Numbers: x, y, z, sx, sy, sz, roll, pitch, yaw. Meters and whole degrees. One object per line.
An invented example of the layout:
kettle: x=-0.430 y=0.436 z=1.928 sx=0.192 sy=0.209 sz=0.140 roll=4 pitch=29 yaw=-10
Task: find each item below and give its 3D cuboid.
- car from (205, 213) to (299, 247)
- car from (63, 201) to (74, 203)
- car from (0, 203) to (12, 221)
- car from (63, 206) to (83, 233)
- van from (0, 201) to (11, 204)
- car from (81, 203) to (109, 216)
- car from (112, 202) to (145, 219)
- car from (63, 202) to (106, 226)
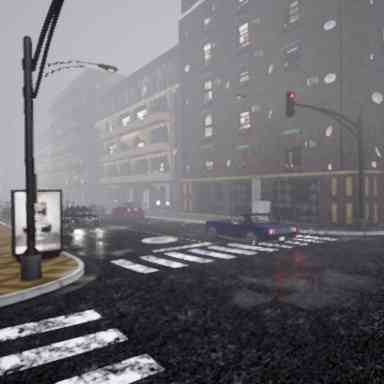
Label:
car: x=2.519 y=1.642 z=15.446 sx=1.895 sy=1.301 sz=4.718 roll=-1 pitch=0 yaw=-31
car: x=-18.142 y=2.015 z=48.428 sx=1.967 sy=1.590 sz=4.097 roll=-2 pitch=0 yaw=-36
car: x=-18.049 y=2.078 z=33.865 sx=1.887 sy=1.381 sz=4.507 roll=-2 pitch=0 yaw=-36
car: x=-8.703 y=1.850 z=20.880 sx=2.008 sy=1.369 sz=4.403 roll=-2 pitch=0 yaw=-36
van: x=-22.971 y=1.998 z=40.750 sx=1.690 sy=1.788 sz=3.998 roll=-2 pitch=0 yaw=-36
car: x=-11.545 y=1.991 z=39.451 sx=1.802 sy=1.307 sz=4.206 roll=-2 pitch=0 yaw=-36
car: x=-6.288 y=1.718 z=32.268 sx=1.967 sy=1.590 sz=4.097 roll=-2 pitch=0 yaw=-36
car: x=-8.571 y=1.812 z=25.352 sx=1.837 sy=1.490 sz=4.892 roll=-1 pitch=0 yaw=-36
